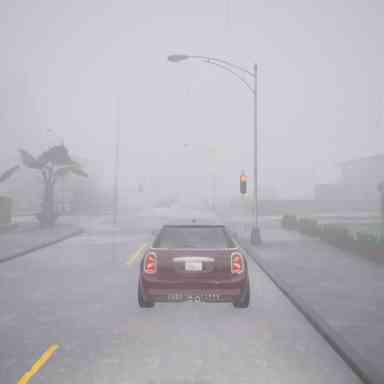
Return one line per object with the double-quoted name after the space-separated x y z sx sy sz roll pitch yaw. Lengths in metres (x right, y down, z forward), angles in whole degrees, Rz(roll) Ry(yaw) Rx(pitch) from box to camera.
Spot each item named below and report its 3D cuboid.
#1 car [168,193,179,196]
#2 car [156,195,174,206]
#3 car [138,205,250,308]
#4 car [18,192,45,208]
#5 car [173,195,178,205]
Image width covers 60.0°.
-3.943 1.221 68.195 2.150 2.045 5.566 0 0 1 "car"
-4.052 1.564 47.899 1.994 1.385 4.181 0 0 0 "car"
0.052 1.352 8.086 2.097 1.767 4.553 0 0 1 "car"
-19.721 0.985 41.964 1.905 1.878 3.866 0 0 35 "car"
-4.022 1.601 57.801 1.895 1.301 4.718 0 0 0 "car"
